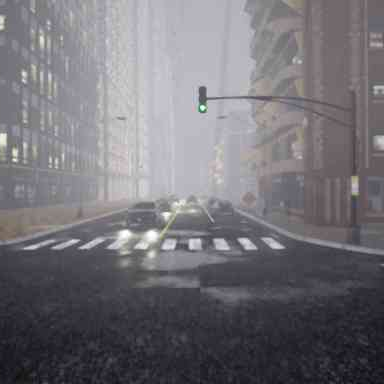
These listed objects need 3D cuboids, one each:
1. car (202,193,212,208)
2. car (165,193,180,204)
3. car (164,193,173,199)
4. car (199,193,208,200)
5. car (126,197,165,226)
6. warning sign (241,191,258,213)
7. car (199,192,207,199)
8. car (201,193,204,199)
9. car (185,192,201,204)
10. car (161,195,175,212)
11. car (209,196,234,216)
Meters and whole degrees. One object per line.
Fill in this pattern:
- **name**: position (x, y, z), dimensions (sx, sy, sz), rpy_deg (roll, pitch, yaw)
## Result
- **car**: position (2.676, 1.214, 42.202), dimensions (2.008, 1.369, 4.403), rpy_deg (0, 0, 0)
- **car**: position (-3.029, 1.136, 54.840), dimensions (1.837, 1.490, 4.892), rpy_deg (-1, 0, 0)
- **car**: position (-5.713, 1.021, 81.740), dimensions (1.887, 1.381, 4.507), rpy_deg (0, 0, 0)
- **car**: position (2.669, 1.019, 76.093), dimensions (1.802, 1.307, 4.206), rpy_deg (0, 0, 0)
- **car**: position (-3.110, 1.332, 22.079), dimensions (1.882, 1.535, 5.008), rpy_deg (-1, 0, 0)
- **warning sign**: position (5.050, 0.846, 29.398), dimensions (1.300, 1.860, 1.060), rpy_deg (-1, 0, 0)
- **car**: position (2.666, 0.841, 81.741), dimensions (1.967, 1.590, 4.097), rpy_deg (0, 0, 0)
- **car**: position (2.676, 1.175, 47.850), dimensions (2.008, 1.369, 4.403), rpy_deg (0, 0, 0)
- **car**: position (-0.016, 1.147, 51.883), dimensions (1.812, 1.442, 4.674), rpy_deg (-1, 0, 0)
- **car**: position (-3.104, 1.334, 34.256), dimensions (1.994, 1.385, 4.181), rpy_deg (-1, 0, 0)
- **car**: position (2.730, 1.334, 29.285), dimensions (1.802, 1.307, 4.206), rpy_deg (0, 0, 0)
